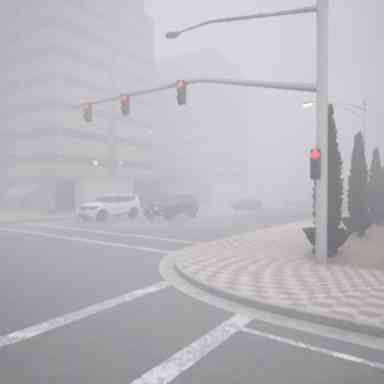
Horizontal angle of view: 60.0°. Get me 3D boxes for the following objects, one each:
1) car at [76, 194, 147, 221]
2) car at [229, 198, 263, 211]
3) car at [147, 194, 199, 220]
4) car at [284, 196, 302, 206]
[{"bbox_3d":[-6.562,1.172,26.967,2.150,2.045,5.566,0,1,35],"label":"car"},{"bbox_3d":[6.806,1.449,39.840,1.882,1.535,5.008,0,1,35],"label":"car"},{"bbox_3d":[-1.595,1.193,27.942,2.150,2.045,5.566,0,0,35],"label":"car"},{"bbox_3d":[16.201,1.414,53.002,1.812,1.442,4.674,0,0,35],"label":"car"}]
